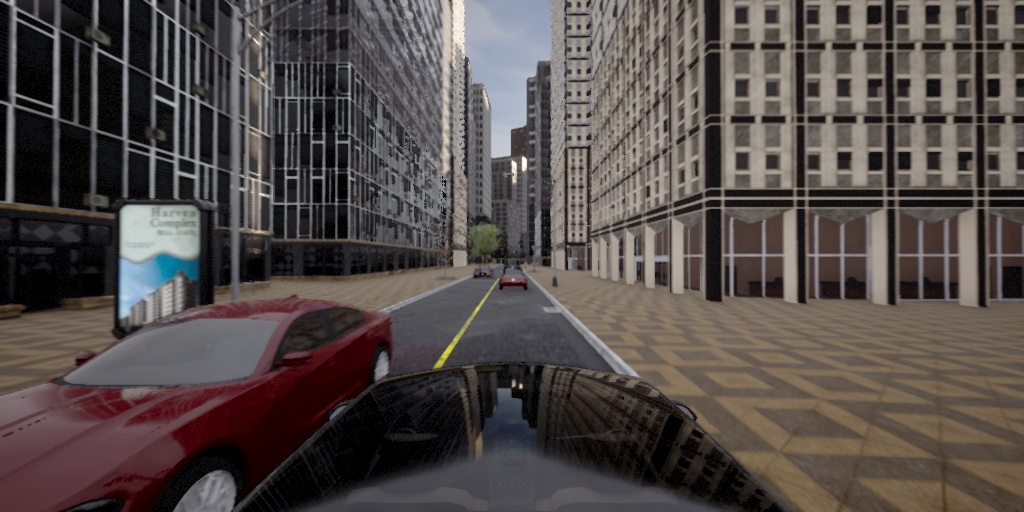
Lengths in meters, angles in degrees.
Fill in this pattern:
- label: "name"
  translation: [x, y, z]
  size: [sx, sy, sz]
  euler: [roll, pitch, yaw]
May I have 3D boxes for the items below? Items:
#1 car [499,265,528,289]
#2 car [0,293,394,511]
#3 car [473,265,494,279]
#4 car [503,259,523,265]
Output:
- label: "car"
  translation: [0.092, 1.546, 25.491]
  size: [1.994, 1.385, 4.181]
  euler: [0, 0, 0]
- label: "car"
  translation: [-2.851, 1.249, 3.854]
  size: [1.882, 1.535, 5.008]
  euler: [0, -1, 0]
- label: "car"
  translation: [-2.848, 1.657, 36.826]
  size: [1.994, 1.385, 4.181]
  euler: [0, -1, 0]
- label: "car"
  translation: [0.090, 1.378, 42.591]
  size: [2.150, 2.045, 5.566]
  euler: [0, 0, 0]
